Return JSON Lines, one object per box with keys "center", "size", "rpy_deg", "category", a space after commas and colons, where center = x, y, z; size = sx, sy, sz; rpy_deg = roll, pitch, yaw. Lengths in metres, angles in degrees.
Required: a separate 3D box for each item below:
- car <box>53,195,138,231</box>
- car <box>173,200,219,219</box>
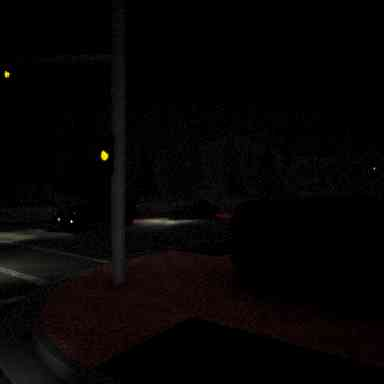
{"center": [-5.968, 1.221, 21.371], "size": [2.150, 2.045, 5.566], "rpy_deg": [0, 0, 38], "category": "car"}
{"center": [0.393, 1.478, 29.389], "size": [1.882, 1.535, 5.008], "rpy_deg": [0, 0, 39], "category": "car"}
